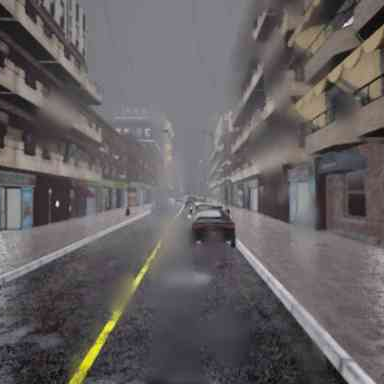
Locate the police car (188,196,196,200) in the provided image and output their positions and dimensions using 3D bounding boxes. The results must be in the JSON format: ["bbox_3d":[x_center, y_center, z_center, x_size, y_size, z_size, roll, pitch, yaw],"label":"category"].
[{"bbox_3d":[0.829,1.454,31.079,1.930,1.638,5.238,0,0,0],"label":"police car"}]

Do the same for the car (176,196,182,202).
[{"bbox_3d":[-2.741,1.637,73.701,2.033,1.411,5.357,0,0,0],"label":"car"}]

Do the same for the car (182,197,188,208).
[{"bbox_3d":[0.007,1.440,50.819,2.097,1.767,4.553,0,0,0],"label":"car"}]

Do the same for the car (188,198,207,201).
[{"bbox_3d":[0.828,1.468,25.159,1.801,1.575,5.366,0,0,0],"label":"car"}]

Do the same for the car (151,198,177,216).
[{"bbox_3d":[-2.845,1.581,32.876,2.033,1.411,5.357,0,0,0],"label":"car"}]

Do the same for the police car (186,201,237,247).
[{"bbox_3d":[0.827,1.422,15.076,1.930,1.638,5.238,0,0,0],"label":"police car"}]
